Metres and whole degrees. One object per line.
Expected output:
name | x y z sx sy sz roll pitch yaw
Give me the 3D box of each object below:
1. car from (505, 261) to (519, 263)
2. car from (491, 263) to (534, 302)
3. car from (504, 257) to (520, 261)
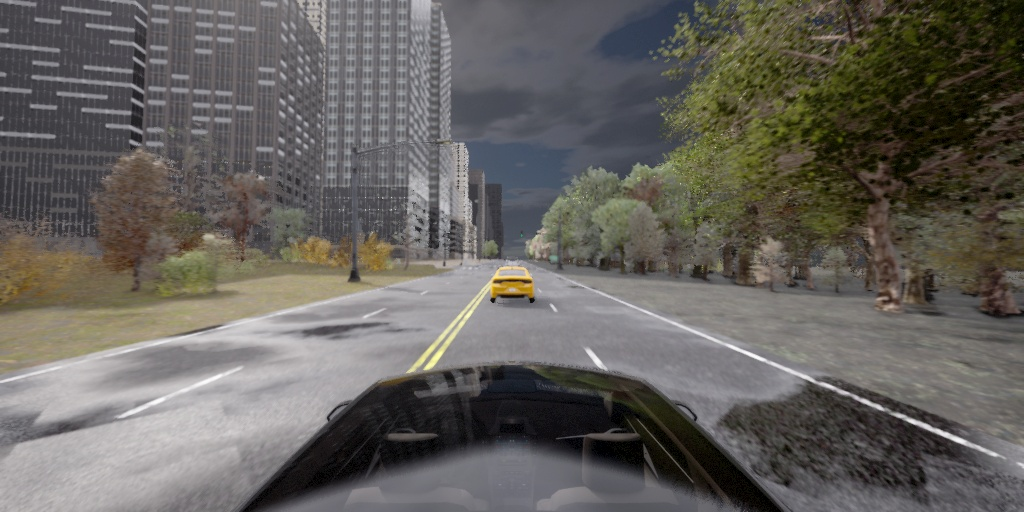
car | 0.128 1.460 38.989 1.895 1.301 4.718 0 0 0
car | 0.020 1.270 17.369 1.882 1.535 5.008 0 0 0
car | 0.001 1.133 55.518 2.150 2.045 5.566 0 0 -1
